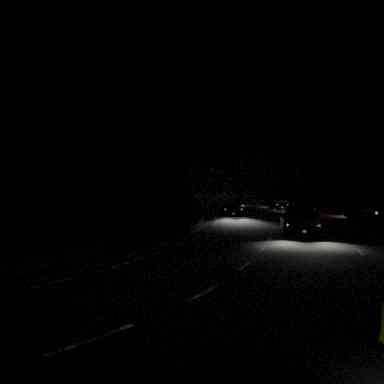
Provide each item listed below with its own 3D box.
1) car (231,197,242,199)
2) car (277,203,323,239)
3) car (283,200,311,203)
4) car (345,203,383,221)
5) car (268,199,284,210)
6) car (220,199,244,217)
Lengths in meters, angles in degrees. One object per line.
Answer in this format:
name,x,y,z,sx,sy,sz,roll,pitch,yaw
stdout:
car,8.061,1.602,60.473,1.994,1.385,4.181,0,0,1
car,5.661,1.526,17.520,1.812,1.442,4.674,0,0,13
car,10.935,1.601,33.359,1.895,1.301,4.718,0,0,2
car,14.113,1.564,27.178,1.994,1.385,4.181,0,0,4
car,11.223,1.601,43.381,1.895,1.301,4.718,0,0,2
car,3.715,1.601,31.321,1.895,1.301,4.718,0,0,2
